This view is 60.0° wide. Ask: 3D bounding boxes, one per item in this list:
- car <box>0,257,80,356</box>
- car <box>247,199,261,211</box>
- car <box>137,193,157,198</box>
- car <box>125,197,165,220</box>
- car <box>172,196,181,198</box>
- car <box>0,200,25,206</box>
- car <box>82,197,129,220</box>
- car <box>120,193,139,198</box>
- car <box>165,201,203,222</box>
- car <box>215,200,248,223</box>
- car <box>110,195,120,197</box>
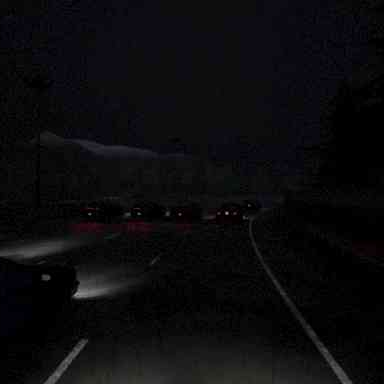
[{"bbox_3d":[-3.253,1.541,4.201,2.033,1.411,5.357,0,0,2],"label":"car"},{"bbox_3d":[7.605,1.591,42.247,1.994,1.385,4.181,0,0,19],"label":"car"},{"bbox_3d":[-8.439,1.510,67.715,2.128,1.511,4.902,0,0,26],"label":"car"},{"bbox_3d":[-3.608,1.491,28.367,2.128,1.511,4.902,0,0,12],"label":"car"},{"bbox_3d":[-3.475,1.585,69.725,1.895,1.301,4.718,0,0,26],"label":"car"},{"bbox_3d":[-17.547,1.496,31.046,1.812,1.442,4.674,0,0,13],"label":"car"},{"bbox_3d":[-7.304,1.483,27.783,2.128,1.511,4.902,0,0,12],"label":"car"},{"bbox_3d":[-11.771,1.215,68.872,2.150,2.045,5.566,0,0,26],"label":"car"},{"bbox_3d":[-0.367,1.484,26.811,1.882,1.535,5.008,0,0,12],"label":"car"},{"bbox_3d":[2.989,1.560,25.957,2.033,1.411,5.357,0,0,12],"label":"car"},{"bbox_3d":[-15.929,1.335,68.254,2.097,1.767,4.553,0,0,24],"label":"car"}]
